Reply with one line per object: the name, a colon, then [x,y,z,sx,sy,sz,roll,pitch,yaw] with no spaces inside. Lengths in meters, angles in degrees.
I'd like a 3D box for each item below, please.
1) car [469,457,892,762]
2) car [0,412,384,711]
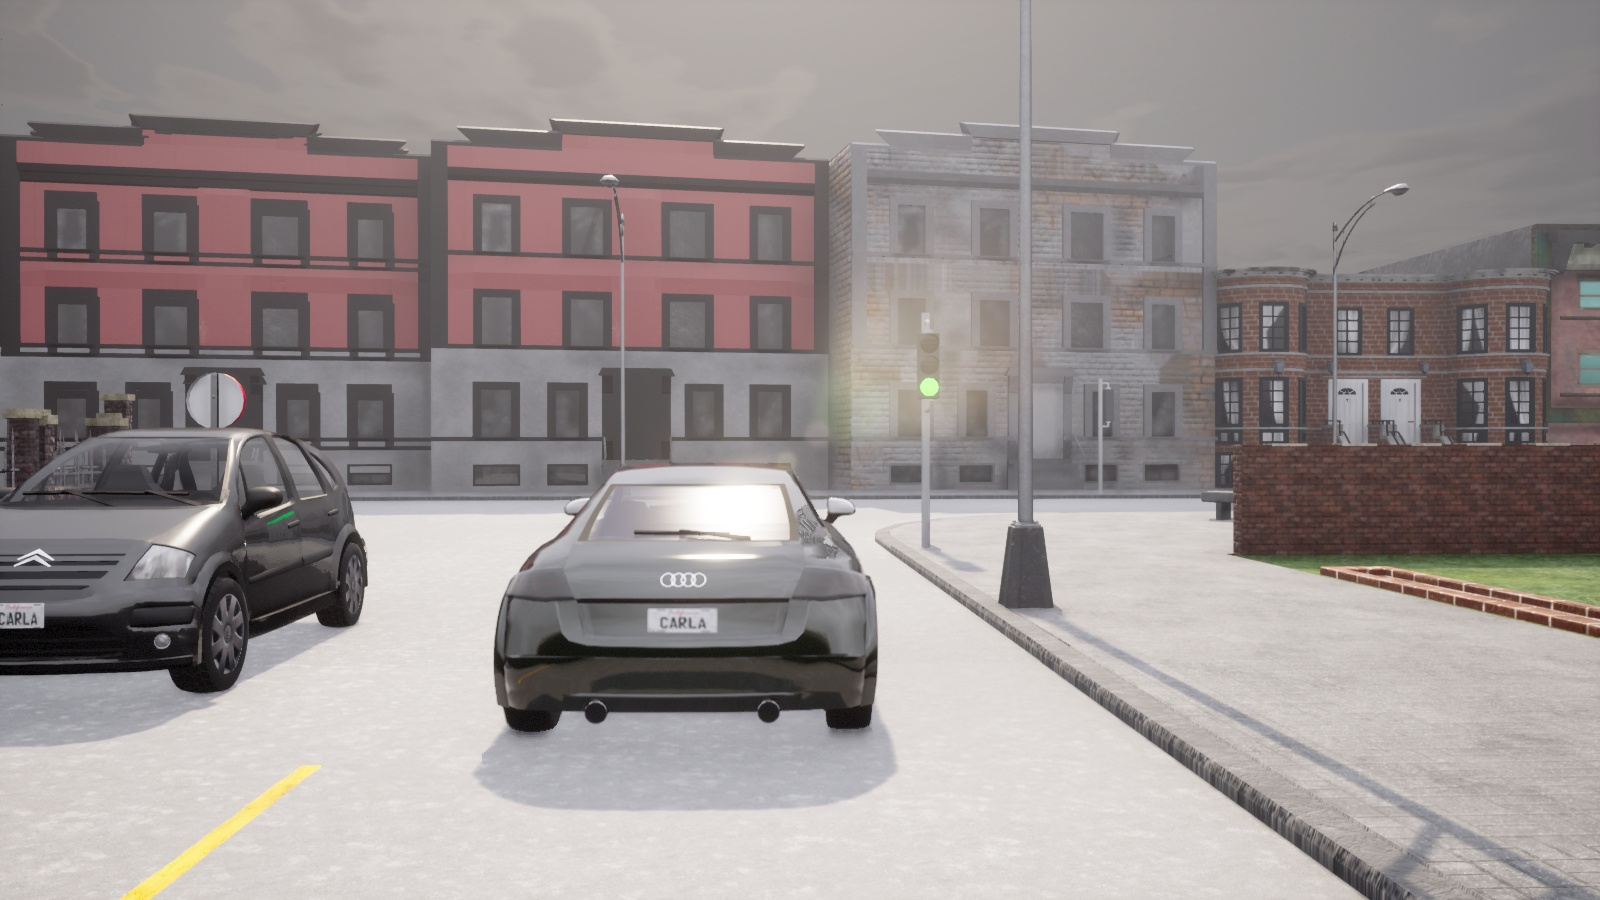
car: [-0.590,0.765,8.022,1.994,1.385,4.181,0,0,-1]
car: [-4.377,0.591,8.792,1.851,1.617,3.988,0,0,-4]
